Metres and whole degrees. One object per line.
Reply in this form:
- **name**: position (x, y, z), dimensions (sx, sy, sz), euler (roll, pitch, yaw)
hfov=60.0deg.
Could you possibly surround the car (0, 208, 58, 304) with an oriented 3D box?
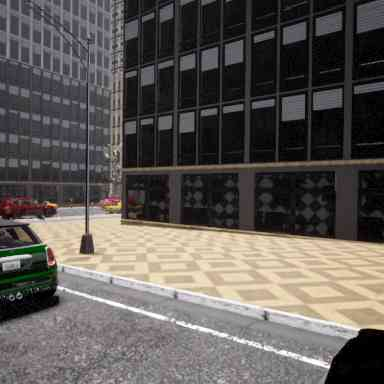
- **car**: position (-4.984, 1.348, 7.248), dimensions (4.553, 1.767, 2.097), euler (0, 0, 36)

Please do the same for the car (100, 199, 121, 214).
- **car**: position (-8.099, 1.829, 39.337), dimensions (1.752, 1.417, 4.829), euler (1, 0, 37)

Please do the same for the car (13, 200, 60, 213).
- **car**: position (-18.394, 1.641, 39.519), dimensions (1.752, 1.417, 4.829), euler (1, 0, 37)

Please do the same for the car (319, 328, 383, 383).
- **car**: position (3.014, 1.601, 1.530), dimensions (4.718, 1.301, 1.895), euler (0, 0, 36)

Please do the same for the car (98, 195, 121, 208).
- **car**: position (-10.286, 1.470, 46.083), dimensions (2.150, 2.045, 5.566), euler (1, 0, 36)

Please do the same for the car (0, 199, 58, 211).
- **car**: position (-14.913, 1.518, 30.138), dimensions (2.192, 1.841, 5.009), euler (1, 0, 37)
